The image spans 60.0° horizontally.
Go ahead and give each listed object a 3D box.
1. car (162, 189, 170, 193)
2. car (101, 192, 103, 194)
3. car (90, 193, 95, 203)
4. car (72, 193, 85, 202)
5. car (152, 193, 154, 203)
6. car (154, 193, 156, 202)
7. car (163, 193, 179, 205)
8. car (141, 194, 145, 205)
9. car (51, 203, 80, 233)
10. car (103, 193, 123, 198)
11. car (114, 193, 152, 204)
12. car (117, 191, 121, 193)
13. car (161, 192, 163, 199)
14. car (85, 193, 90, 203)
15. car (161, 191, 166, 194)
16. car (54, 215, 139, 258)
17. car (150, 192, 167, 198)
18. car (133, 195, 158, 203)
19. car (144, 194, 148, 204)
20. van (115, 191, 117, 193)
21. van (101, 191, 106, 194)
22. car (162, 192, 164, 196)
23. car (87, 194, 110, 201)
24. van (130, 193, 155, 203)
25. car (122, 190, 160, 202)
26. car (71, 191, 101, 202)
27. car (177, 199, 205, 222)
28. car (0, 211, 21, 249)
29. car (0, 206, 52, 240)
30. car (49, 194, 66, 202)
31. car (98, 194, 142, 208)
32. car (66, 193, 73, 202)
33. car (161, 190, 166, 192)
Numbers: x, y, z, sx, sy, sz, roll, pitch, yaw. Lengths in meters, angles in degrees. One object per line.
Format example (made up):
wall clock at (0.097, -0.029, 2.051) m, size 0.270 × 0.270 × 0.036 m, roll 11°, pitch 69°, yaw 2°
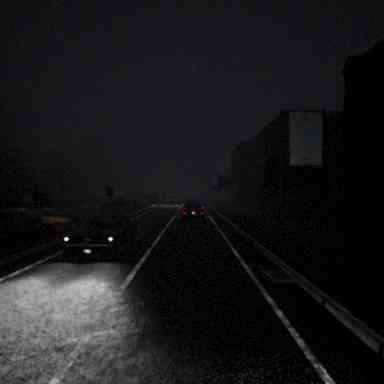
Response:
car at (-9.195, 0.781, 86.328) m, size 5.566 × 2.045 × 2.435 m, roll 0°, pitch 1°, yaw 0°
car at (-21.836, 1.321, 69.271) m, size 5.008 × 1.535 × 2.097 m, roll 0°, pitch 0°, yaw 0°
car at (-21.846, 1.362, 63.612) m, size 4.792 × 1.488 × 2.163 m, roll 0°, pitch 0°, yaw 0°
car at (-21.916, 1.340, 58.090) m, size 4.892 × 1.521 × 2.231 m, roll 0°, pitch 0°, yaw 0°
car at (-9.343, 1.344, 55.232) m, size 5.008 × 1.535 × 2.097 m, roll 0°, pitch 0°, yaw 0°
car at (-9.337, 1.340, 58.057) m, size 5.008 × 1.535 × 2.097 m, roll 0°, pitch 0°, yaw 0°
car at (-3.297, 1.379, 56.601) m, size 1.882 × 1.535 × 5.008 m, roll 0°, pitch 0°, yaw 1°
car at (-9.400, 1.394, 46.755) m, size 4.674 × 1.452 × 2.002 m, roll 0°, pitch 0°, yaw 0°
car at (-9.121, 1.534, 17.951) m, size 5.366 × 1.575 × 1.946 m, roll 0°, pitch 0°, yaw 0°
car at (-21.708, 0.928, 91.866) m, size 5.008 × 1.535 × 2.097 m, roll 0°, pitch 1°, yaw 0°
car at (-9.550, 1.344, 52.407) m, size 5.366 × 1.575 × 1.946 m, roll 0°, pitch 0°, yaw 0°
car at (-21.742, 1.033, 86.344) m, size 4.892 × 1.521 × 2.231 m, roll 0°, pitch 1°, yaw 0°
car at (-9.252, 1.334, 72.199) m, size 4.674 × 1.452 × 2.002 m, roll 0°, pitch 1°, yaw 0°
car at (-21.863, 1.365, 60.788) m, size 4.792 × 1.488 × 2.163 m, roll 0°, pitch 0°, yaw 0°
car at (-9.211, 1.192, 77.857) m, size 5.008 × 1.535 × 2.097 m, roll 0°, pitch 1°, yaw 0°
car at (-3.354, 1.602, 12.909) m, size 1.895 × 1.301 × 4.718 m, roll 0°, pitch 0°, yaw 0°
car at (-9.165, 0.800, 91.981) m, size 4.553 × 1.767 × 2.185 m, roll 0°, pitch 1°, yaw 0°
car at (-9.285, 1.370, 66.534) m, size 4.674 × 1.452 × 2.002 m, roll 0°, pitch 0°, yaw 0°
car at (-9.384, 1.391, 49.580) m, size 4.674 × 1.452 × 2.002 m, roll 0°, pitch 0°, yaw 0°
van at (-21.871, 0.860, 83.517) m, size 4.442 × 1.987 × 1.878 m, roll 0°, pitch 1°, yaw 0°
van at (-21.686, 1.020, 75.046) m, size 4.442 × 1.987 × 1.878 m, roll 0°, pitch 1°, yaw 0°
car at (-9.230, 1.286, 75.033) m, size 4.674 × 1.452 × 2.002 m, roll 0°, pitch 1°, yaw 0°
car at (-21.819, 1.222, 77.877) m, size 4.792 × 1.488 × 2.163 m, roll 0°, pitch 1°, yaw 0°
van at (-9.415, 1.107, 63.709) m, size 4.442 × 1.987 × 1.878 m, roll 0°, pitch 0°, yaw 0°
car at (-9.287, 1.085, 60.882) m, size 5.566 × 2.045 × 2.435 m, roll 0°, pitch 0°, yaw 0°
car at (-21.831, 1.077, 66.435) m, size 5.566 × 2.045 × 2.435 m, roll 0°, pitch 0°, yaw 0°
car at (0.092, 1.546, 26.306) m, size 2.033 × 1.411 × 5.357 m, roll 0°, pitch 0°, yaw 0°
car at (-9.327, 1.573, 12.385) m, size 4.674 × 1.452 × 2.002 m, roll 0°, pitch 0°, yaw 0°
car at (-9.344, 1.564, 15.168) m, size 4.792 × 1.488 × 2.163 m, roll 0°, pitch 0°, yaw 0°
car at (-21.929, 1.224, 49.618) m, size 4.553 × 1.767 × 2.185 m, roll 0°, pitch 0°, yaw 0°
car at (-9.443, 1.388, 43.928) m, size 4.792 × 1.488 × 2.163 m, roll 0°, pitch 0°, yaw 0°
car at (-21.939, 1.346, 52.318) m, size 5.008 × 1.535 × 2.097 m, roll 0°, pitch 0°, yaw 0°
car at (-9.231, 1.013, 80.680) m, size 4.553 × 1.767 × 2.185 m, roll 0°, pitch 1°, yaw 0°
